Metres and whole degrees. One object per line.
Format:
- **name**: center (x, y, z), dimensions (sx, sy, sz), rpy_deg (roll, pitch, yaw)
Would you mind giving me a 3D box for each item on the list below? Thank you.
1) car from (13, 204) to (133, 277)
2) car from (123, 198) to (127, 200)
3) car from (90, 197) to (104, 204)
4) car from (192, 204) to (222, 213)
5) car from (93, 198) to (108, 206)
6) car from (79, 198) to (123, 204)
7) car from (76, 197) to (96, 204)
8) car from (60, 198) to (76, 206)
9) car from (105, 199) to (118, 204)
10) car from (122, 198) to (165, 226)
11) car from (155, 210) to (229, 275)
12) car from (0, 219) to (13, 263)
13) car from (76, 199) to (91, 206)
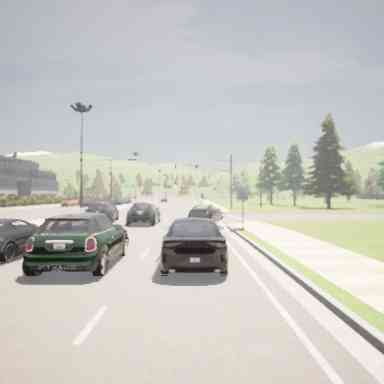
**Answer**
- **car**: center (-3.445, 1.450, 10.720), dimensions (2.097, 1.767, 4.553), rpy_deg (0, 0, 0)
- **car**: center (-16.251, 2.013, 72.626), dimensions (2.097, 1.767, 4.553), rpy_deg (0, -1, 0)
- **car**: center (-23.247, 2.095, 81.689), dimensions (2.097, 1.767, 4.553), rpy_deg (0, -1, 0)
- **car**: center (1.185, 1.736, 26.754), dimensions (2.128, 1.511, 4.902), rpy_deg (-1, -1, 18)
- **car**: center (-19.752, 2.128, 71.791), dimensions (1.882, 1.535, 5.008), rpy_deg (0, -1, 0)
- **car**: center (-7.385, 1.601, 27.511), dimensions (2.097, 1.767, 4.553), rpy_deg (0, -1, -2)
- **car**: center (-19.756, 2.135, 63.037), dimensions (1.994, 1.385, 4.181), rpy_deg (0, -1, 0)
- **car**: center (-23.256, 1.925, 63.199), dimensions (2.097, 1.767, 4.553), rpy_deg (0, -1, 0)
- **car**: center (-19.747, 2.336, 81.797), dimensions (1.895, 1.301, 4.718), rpy_deg (0, -1, 0)
- **car**: center (-3.635, 1.585, 25.770), dimensions (2.097, 1.767, 4.553), rpy_deg (0, -1, 2)
- **car**: center (0.051, 1.577, 10.852), dimensions (1.882, 1.535, 5.008), rpy_deg (0, 0, -1)
- **car**: center (-6.967, 1.677, 12.436), dimensions (1.994, 1.385, 4.181), rpy_deg (0, -1, -1)
- **car**: center (-23.252, 2.201, 71.526), dimensions (1.994, 1.385, 4.181), rpy_deg (0, -1, 0)
